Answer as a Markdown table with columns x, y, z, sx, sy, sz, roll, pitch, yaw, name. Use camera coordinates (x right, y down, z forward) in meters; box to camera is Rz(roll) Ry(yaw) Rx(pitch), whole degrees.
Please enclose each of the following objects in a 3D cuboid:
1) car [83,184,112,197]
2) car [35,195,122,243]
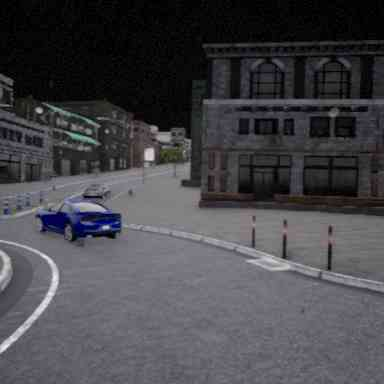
| x | y | z | sx | sy | sz | roll | pitch | yaw | name |
| --- | --- | --- | --- | --- | --- | --- | --- | --- | --- |
| -9.346 | -0.093 | 33.070 | 1.994 | 1.385 | 4.181 | 1 | 7 | -1 | car |
| -4.860 | 1.063 | 13.921 | 1.882 | 1.535 | 5.008 | 1 | 1 | -44 | car |
